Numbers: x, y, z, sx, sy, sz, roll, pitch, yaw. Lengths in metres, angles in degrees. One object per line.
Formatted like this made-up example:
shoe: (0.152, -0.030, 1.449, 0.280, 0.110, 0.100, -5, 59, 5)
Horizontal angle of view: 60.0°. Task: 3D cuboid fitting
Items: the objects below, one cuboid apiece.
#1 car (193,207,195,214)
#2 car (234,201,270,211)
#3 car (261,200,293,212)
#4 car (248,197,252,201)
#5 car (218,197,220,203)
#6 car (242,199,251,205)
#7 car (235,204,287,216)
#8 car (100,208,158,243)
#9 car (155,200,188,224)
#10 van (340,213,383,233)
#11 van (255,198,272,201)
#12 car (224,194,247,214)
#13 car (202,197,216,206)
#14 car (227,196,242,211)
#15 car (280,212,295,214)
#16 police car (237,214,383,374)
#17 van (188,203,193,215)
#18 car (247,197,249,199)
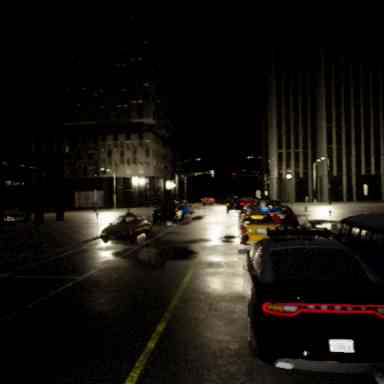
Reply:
car: (-0.658, 1.998, 39.627, 1.752, 1.417, 4.829, -1, -1, 7)
car: (3.885, 1.636, 22.076, 1.801, 1.575, 5.366, -1, -1, 7)
car: (5.789, 1.586, 22.290, 1.967, 1.590, 4.097, -1, -1, 7)
car: (7.141, 1.562, 33.258, 2.192, 1.841, 5.009, -1, -1, 7)
car: (6.136, 2.595, 94.513, 1.947, 1.339, 4.313, -2, -1, 7)
car: (12.515, 2.238, 76.658, 1.947, 1.339, 4.313, -2, -1, 7)
car: (3.148, 1.582, 16.122, 1.801, 1.575, 5.366, -1, -1, 7)
car: (-3.376, 1.796, 17.697, 1.752, 1.417, 4.829, -1, -1, 7)
car: (-2.001, 1.687, 28.833, 2.192, 1.841, 5.009, -1, -1, 7)
van: (3.754, 1.337, 5.840, 1.690, 1.788, 3.998, -1, -1, 7)
van: (6.464, 1.537, 27.774, 1.690, 1.788, 3.998, -1, -1, 7)
car: (5.307, 1.594, 40.907, 2.150, 2.045, 5.566, -1, -1, 7)
car: (3.358, 2.106, 72.115, 2.192, 1.841, 5.009, -1, -1, 7)
car: (6.578, 1.703, 51.201, 2.150, 2.045, 5.566, -1, -1, 7)
car: (4.437, 1.597, 11.322, 2.008, 1.369, 4.403, -1, -1, 7)
police car: (1.909, 1.460, 6.119, 1.930, 1.638, 5.238, -1, -1, 7)
van: (-1.321, 1.764, 34.316, 1.690, 1.788, 3.998, -1, -1, 7)
car: (11.816, 1.930, 71.060, 2.192, 1.841, 5.009, -1, -1, 7)
